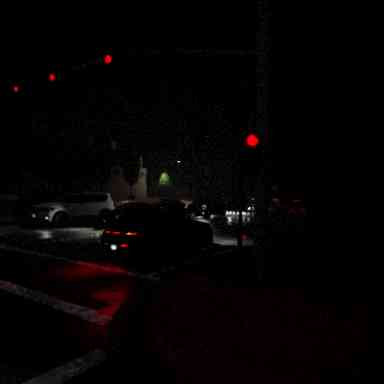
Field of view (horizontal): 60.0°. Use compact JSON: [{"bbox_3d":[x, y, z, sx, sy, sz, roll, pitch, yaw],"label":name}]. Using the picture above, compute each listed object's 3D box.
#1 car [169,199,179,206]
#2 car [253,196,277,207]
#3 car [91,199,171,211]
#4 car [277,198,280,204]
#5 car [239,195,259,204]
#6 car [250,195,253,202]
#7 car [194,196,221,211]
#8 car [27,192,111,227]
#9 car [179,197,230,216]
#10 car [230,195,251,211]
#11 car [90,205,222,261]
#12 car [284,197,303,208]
[{"bbox_3d":[-2.189,1.330,29.497,1.812,1.442,4.674,1,0,30],"label":"car"},{"bbox_3d":[10.741,1.333,49.033,1.837,1.490,4.892,1,0,2],"label":"car"},{"bbox_3d":[-3.660,1.365,20.773,1.812,1.442,4.674,1,0,34],"label":"car"},{"bbox_3d":[13.578,1.352,58.295,2.033,1.411,5.357,1,0,-8],"label":"car"},{"bbox_3d":[10.053,1.288,59.059,1.812,1.442,4.674,1,0,-12],"label":"car"},{"bbox_3d":[7.063,1.305,47.149,1.837,1.490,4.892,1,0,5],"label":"car"},{"bbox_3d":[1.911,1.285,38.713,2.128,1.511,4.902,1,0,16],"label":"car"},{"bbox_3d":[-7.494,1.016,21.307,2.150,2.045,5.566,1,0,34],"label":"car"},{"bbox_3d":[1.163,1.199,28.353,2.097,1.767,4.553,1,0,29],"label":"car"},{"bbox_3d":[5.100,1.400,37.352,1.994,1.385,4.181,1,0,16],"label":"car"},{"bbox_3d":[-1.022,1.424,12.118,1.837,1.490,4.892,-1,-1,34],"label":"car"},{"bbox_3d":[14.052,1.373,46.070,2.128,1.511,4.902,1,0,5],"label":"car"}]
